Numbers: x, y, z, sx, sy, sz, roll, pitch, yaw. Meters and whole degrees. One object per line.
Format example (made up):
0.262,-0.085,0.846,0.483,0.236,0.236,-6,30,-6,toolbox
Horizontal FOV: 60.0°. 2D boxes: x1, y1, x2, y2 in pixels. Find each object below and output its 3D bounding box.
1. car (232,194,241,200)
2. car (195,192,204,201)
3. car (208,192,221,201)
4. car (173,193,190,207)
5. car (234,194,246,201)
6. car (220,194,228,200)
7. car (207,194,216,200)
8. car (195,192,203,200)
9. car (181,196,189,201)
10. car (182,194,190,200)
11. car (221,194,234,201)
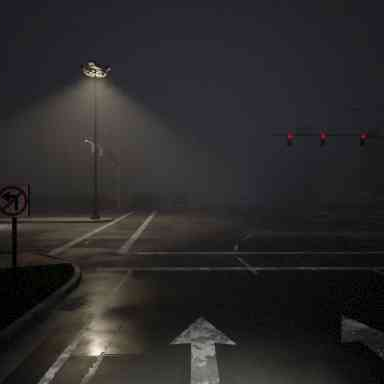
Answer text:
12.425,1.332,92.914,1.837,1.490,4.892,0,0,0,car
1.875,1.471,83.382,1.882,1.535,5.008,0,0,0,car
5.377,1.349,83.750,2.097,1.767,4.553,0,0,0,car
-1.788,1.221,51.984,2.150,2.045,5.566,0,0,0,car
12.377,1.472,83.744,1.882,1.535,5.008,0,0,0,car
8.925,1.385,92.932,1.994,1.385,4.181,0,0,0,car
5.425,1.357,92.950,2.128,1.511,4.902,0,0,0,car
1.925,1.057,92.998,2.150,2.045,5.566,0,0,0,car
-1.622,1.589,83.847,1.895,1.301,4.718,0,0,0,car
-1.575,1.357,92.986,2.128,1.511,4.902,0,0,0,car
8.881,1.350,84.532,2.097,1.767,4.553,0,0,0,car
